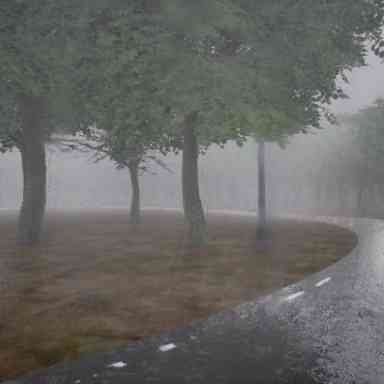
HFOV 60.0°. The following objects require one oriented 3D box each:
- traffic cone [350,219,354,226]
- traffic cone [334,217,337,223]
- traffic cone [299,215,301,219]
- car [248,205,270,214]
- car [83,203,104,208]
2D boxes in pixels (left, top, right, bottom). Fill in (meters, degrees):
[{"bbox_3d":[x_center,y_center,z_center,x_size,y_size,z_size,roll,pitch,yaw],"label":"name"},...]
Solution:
[{"bbox_3d":[12.780,2.444,26.590,0.340,0.580,0.340,-2,-2,12],"label":"traffic cone"},{"bbox_3d":[13.471,2.600,31.221,0.340,0.580,0.340,-2,-2,5],"label":"traffic cone"},{"bbox_3d":[13.195,2.994,40.560,0.340,0.580,0.340,-2,-2,-9],"label":"traffic cone"},{"bbox_3d":[11.522,3.067,57.504,1.837,1.490,4.892,-1,-1,-20],"label":"car"},{"bbox_3d":[-26.279,3.509,88.584,5.357,1.411,2.033,-1,1,6],"label":"car"}]
